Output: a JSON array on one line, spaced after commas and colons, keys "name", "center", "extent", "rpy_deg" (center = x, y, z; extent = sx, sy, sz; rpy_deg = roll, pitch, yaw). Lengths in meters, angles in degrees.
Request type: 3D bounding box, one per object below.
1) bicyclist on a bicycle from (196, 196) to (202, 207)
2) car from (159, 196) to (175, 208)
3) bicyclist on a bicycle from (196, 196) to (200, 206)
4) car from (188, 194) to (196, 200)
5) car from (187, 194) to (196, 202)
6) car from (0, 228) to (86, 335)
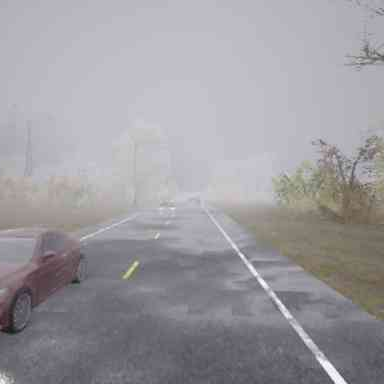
[{"name": "bicyclist on a bicycle", "center": [0.952, 1.406, 46.643], "extent": [0.866, 1.612, 1.509], "rpy_deg": [0, -1, 0]}, {"name": "car", "center": [-3.585, 1.319, 48.003], "extent": [2.097, 1.767, 4.553], "rpy_deg": [0, 0, 0]}, {"name": "bicyclist on a bicycle", "center": [0.954, 1.411, 55.374], "extent": [0.582, 1.620, 1.656], "rpy_deg": [0, 0, 0]}, {"name": "car", "center": [-0.012, 1.310, 84.092], "extent": [1.812, 1.442, 4.674], "rpy_deg": [0, 0, 0]}, {"name": "car", "center": [-0.011, 1.448, 73.685], "extent": [1.812, 1.442, 4.674], "rpy_deg": [0, 0, 0]}, {"name": "car", "center": [-3.600, 1.524, 6.853], "extent": [1.812, 1.442, 4.674], "rpy_deg": [0, 0, 0]}]
